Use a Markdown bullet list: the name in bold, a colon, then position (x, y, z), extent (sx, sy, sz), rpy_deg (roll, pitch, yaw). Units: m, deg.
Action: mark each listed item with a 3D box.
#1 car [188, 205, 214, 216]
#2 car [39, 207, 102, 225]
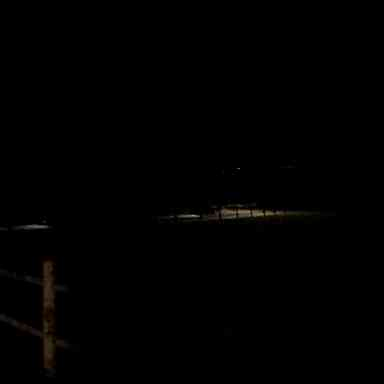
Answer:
- **car**: position (1.303, 2.474, 45.601), extent (1.994, 1.385, 4.181), rpy_deg (-1, -1, 36)
- **car**: position (-10.447, 2.065, 29.164), extent (2.033, 1.411, 5.357), rpy_deg (-1, -1, 36)
